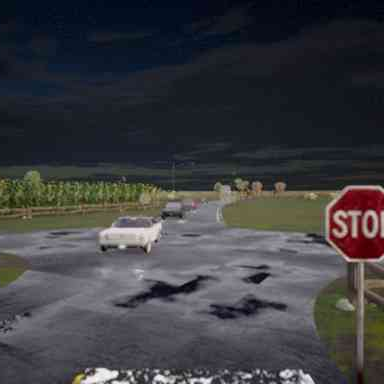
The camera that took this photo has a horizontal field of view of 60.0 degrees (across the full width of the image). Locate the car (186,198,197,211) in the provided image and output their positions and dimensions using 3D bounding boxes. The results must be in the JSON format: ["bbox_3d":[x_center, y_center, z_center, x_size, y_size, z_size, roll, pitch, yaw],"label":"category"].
[{"bbox_3d":[-0.424,1.681,47.045,2.097,1.767,4.553,0,0,6],"label":"car"}]

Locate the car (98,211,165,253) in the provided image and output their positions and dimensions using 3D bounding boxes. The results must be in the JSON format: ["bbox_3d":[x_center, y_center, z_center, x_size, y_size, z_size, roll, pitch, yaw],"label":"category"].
[{"bbox_3d":[-2.494,1.709,14.361,1.895,1.301,4.718,0,0,2],"label":"car"}]

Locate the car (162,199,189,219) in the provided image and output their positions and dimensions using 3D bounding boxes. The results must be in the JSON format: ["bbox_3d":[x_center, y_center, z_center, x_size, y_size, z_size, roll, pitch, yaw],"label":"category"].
[{"bbox_3d":[-1.663,1.708,31.681,1.882,1.535,5.008,0,0,4],"label":"car"}]
